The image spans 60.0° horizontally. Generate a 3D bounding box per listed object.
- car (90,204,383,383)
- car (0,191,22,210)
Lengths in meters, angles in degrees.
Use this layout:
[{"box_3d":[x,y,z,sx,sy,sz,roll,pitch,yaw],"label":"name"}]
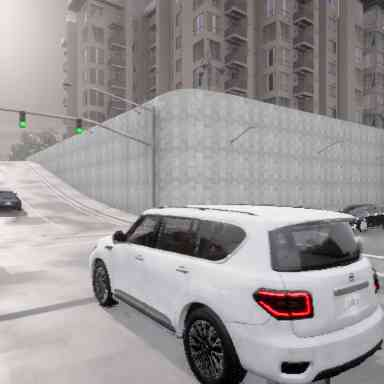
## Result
[{"box_3d":[0.109,1.229,5.646,2.150,2.045,5.566,0,0,-36],"label":"car"},{"box_3d":[-14.938,0.571,26.569,1.994,1.385,4.181,0,7,-36],"label":"car"}]
